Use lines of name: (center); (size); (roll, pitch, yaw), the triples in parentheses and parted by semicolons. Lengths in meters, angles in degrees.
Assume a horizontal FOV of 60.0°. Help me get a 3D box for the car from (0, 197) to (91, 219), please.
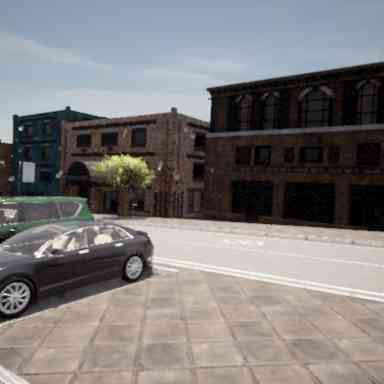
car: (-5.240, 1.164, 9.098); (2.435, 2.045, 5.566); (0, 0, 35)

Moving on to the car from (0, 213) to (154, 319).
car: (-2.940, 1.431, 7.501); (2.231, 1.521, 4.892); (0, 0, 35)
